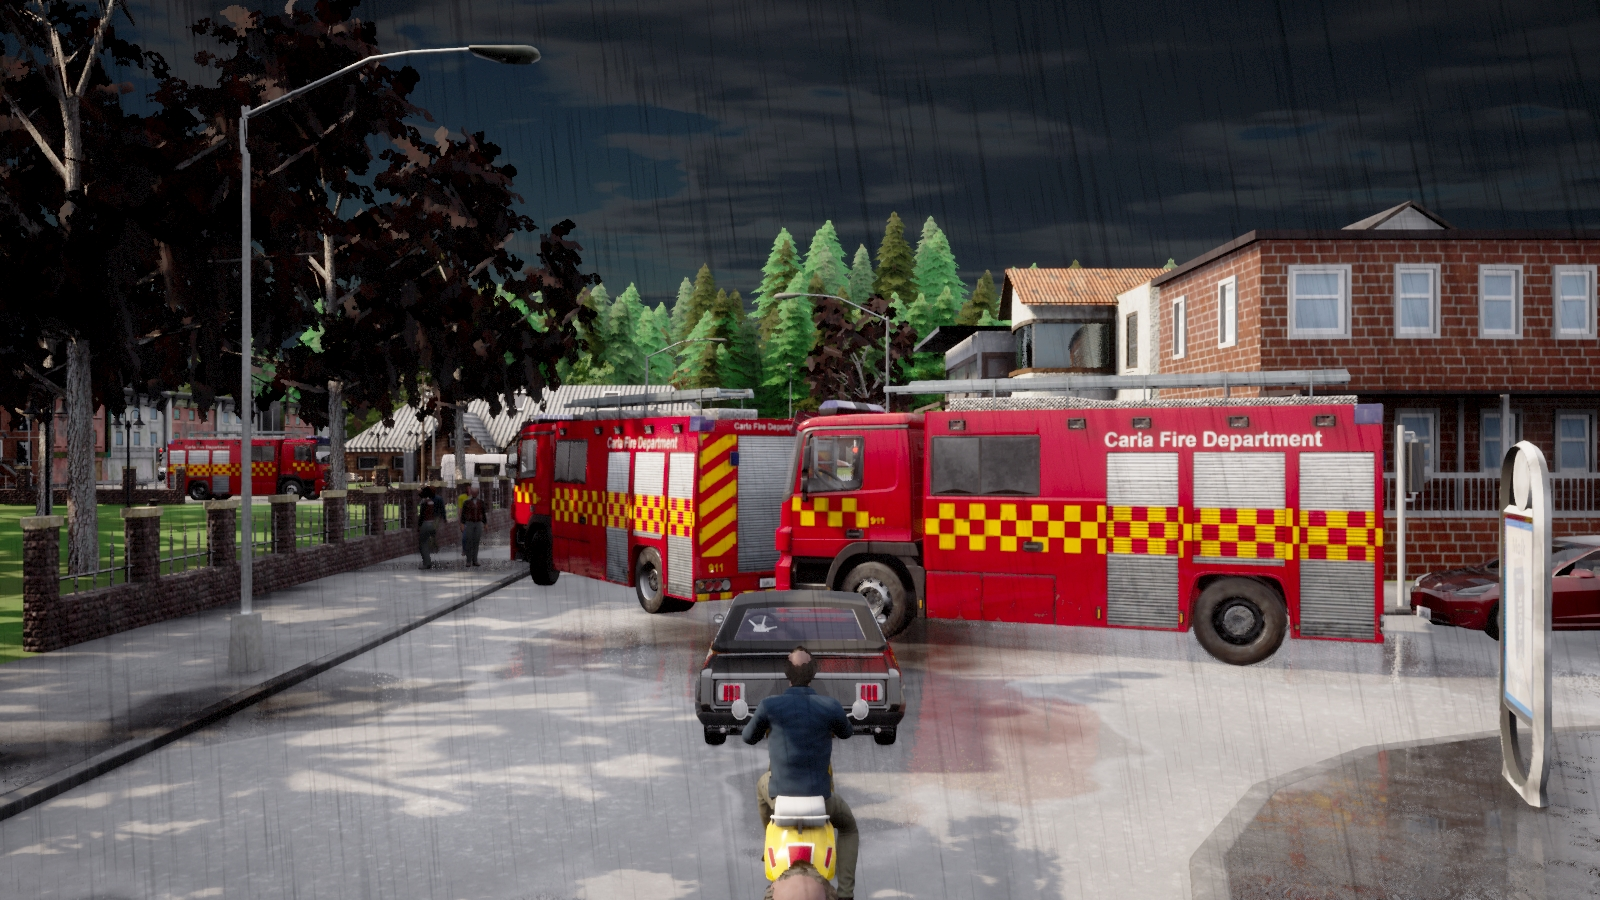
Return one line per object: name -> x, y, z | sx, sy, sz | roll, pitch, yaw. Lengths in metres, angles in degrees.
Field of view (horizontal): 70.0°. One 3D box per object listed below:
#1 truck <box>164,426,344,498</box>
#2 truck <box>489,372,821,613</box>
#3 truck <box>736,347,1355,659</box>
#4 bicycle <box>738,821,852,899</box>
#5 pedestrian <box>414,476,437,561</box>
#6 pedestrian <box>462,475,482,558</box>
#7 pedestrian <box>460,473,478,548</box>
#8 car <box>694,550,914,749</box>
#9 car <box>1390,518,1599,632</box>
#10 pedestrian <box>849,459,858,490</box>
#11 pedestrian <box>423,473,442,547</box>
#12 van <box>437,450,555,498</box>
truck -> -29.853, 0.645, 62.699 | 8.468, 3.827, 2.891 | 0, 0, 1
truck -> -3.231, 0.662, 22.435 | 2.891, 3.827, 8.468 | 0, 0, -34
truck -> 3.489, 0.662, 17.027 | 8.468, 3.827, 2.891 | 0, 0, 23
bicycle -> -0.015, 1.938, 3.086 | 0.329, 1.271, 1.835 | 0, 0, 0
pedestrian -> -8.331, 1.514, 25.436 | 0.375, 1.860, 0.375 | 0, 0, 4
pedestrian -> -7.486, 1.514, 26.081 | 0.375, 1.860, 0.375 | 0, 0, -29
pedestrian -> -8.339, 1.514, 28.786 | 0.375, 1.860, 0.375 | 0, 0, -25
car -> 0.033, 1.930, 12.217 | 1.895, 1.301, 4.718 | 0, 0, 0
car -> 11.891, 1.835, 17.293 | 4.792, 1.488, 2.163 | 0, 0, 0
pedestrian -> 3.228, 1.498, 68.901 | 0.375, 1.860, 0.375 | 0, 0, 27
pedestrian -> -9.343, 1.513, 29.038 | 0.375, 1.860, 0.375 | 0, 0, 0
van -> -16.613, 1.289, 62.612 | 5.915, 2.561, 1.988 | 0, 0, 0
